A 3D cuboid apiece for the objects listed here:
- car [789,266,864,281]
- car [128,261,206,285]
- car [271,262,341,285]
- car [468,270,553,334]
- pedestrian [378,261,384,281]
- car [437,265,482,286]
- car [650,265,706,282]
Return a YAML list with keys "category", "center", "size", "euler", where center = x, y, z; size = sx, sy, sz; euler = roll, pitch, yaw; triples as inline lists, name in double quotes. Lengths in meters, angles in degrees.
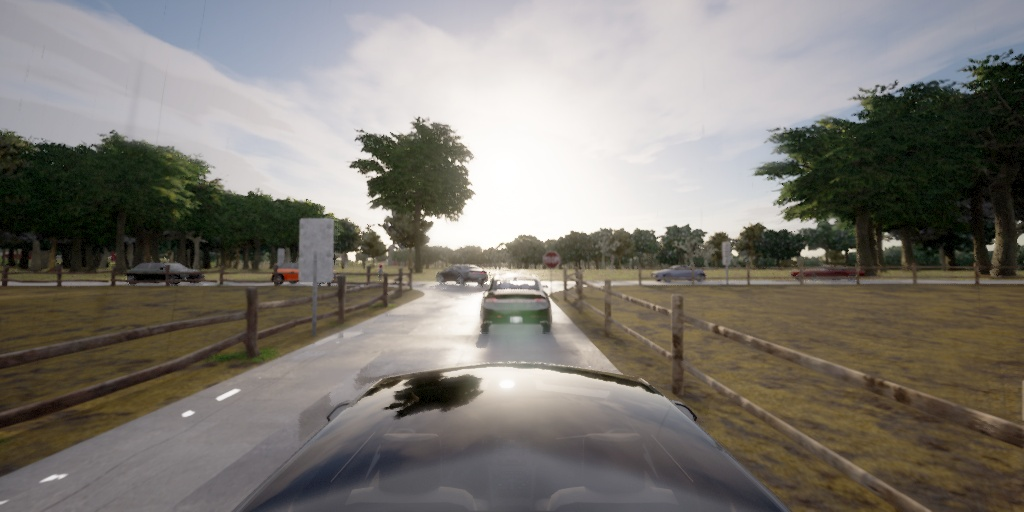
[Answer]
- category: "car"
  center: [25.885, 1.437, 29.649]
  size: [4.718, 1.301, 1.895]
  euler: [0, -2, 4]
- category: "car"
  center: [-25.863, 1.247, 27.022]
  size: [4.553, 1.767, 2.097]
  euler: [0, -2, 0]
- category: "car"
  center: [-15.373, 1.252, 27.020]
  size: [4.553, 1.767, 2.097]
  euler: [0, -2, 0]
- category: "car"
  center: [0.104, 1.294, 10.806]
  size: [2.128, 1.511, 4.902]
  euler: [0, 0, 0]
- category: "pedestrian"
  center: [-12.109, 1.348, 32.993]
  size: [0.375, 1.860, 0.375]
  euler: [0, -2, 0]
- category: "car"
  center: [-3.788, 1.394, 26.539]
  size: [2.128, 1.511, 4.902]
  euler: [3, -2, -40]
- category: "car"
  center: [13.803, 1.465, 29.898]
  size: [4.181, 1.385, 1.994]
  euler: [0, -2, 0]
